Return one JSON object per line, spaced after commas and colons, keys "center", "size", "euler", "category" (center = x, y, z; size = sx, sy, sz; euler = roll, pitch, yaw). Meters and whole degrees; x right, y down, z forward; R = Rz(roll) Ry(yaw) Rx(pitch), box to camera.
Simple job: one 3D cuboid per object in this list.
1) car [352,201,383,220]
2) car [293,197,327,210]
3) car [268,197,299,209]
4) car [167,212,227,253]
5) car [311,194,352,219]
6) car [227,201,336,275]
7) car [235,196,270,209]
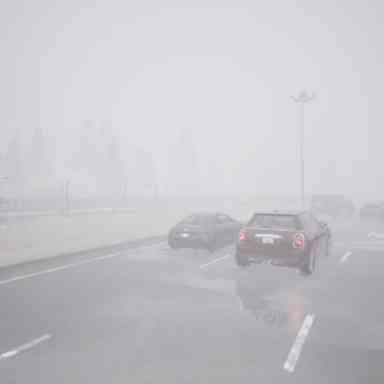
{"center": [14.824, 1.434, 26.335], "size": [2.128, 1.511, 4.902], "euler": [0, 0, 43], "category": "car"}
{"center": [14.588, 1.402, 40.994], "size": [4.892, 1.490, 1.837], "euler": [1, 0, -41], "category": "car"}
{"center": [12.002, 1.446, 43.374], "size": [4.181, 1.385, 1.994], "euler": [0, 0, -42], "category": "car"}
{"center": [0.803, 1.520, 13.668], "size": [1.994, 1.385, 4.181], "euler": [0, 0, 31], "category": "car"}
{"center": [11.989, 1.152, 28.480], "size": [2.150, 2.045, 5.566], "euler": [0, 0, 43], "category": "car"}
{"center": [3.120, 1.322, 10.744], "size": [2.097, 1.767, 4.553], "euler": [0, 0, 30], "category": "car"}
{"center": [8.146, 1.347, 44.578], "size": [5.008, 1.535, 1.882], "euler": [0, 0, -42], "category": "car"}
